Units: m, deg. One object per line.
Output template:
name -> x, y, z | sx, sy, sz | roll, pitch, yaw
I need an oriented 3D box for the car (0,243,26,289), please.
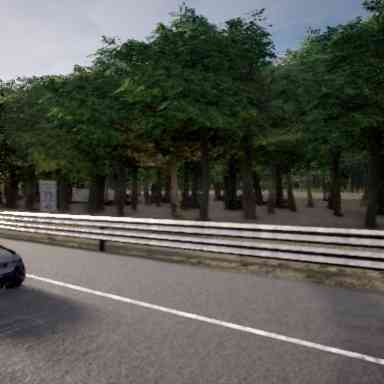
car -> -5.965, 1.655, 8.178 | 4.181, 1.385, 1.994 | -1, 0, 35
